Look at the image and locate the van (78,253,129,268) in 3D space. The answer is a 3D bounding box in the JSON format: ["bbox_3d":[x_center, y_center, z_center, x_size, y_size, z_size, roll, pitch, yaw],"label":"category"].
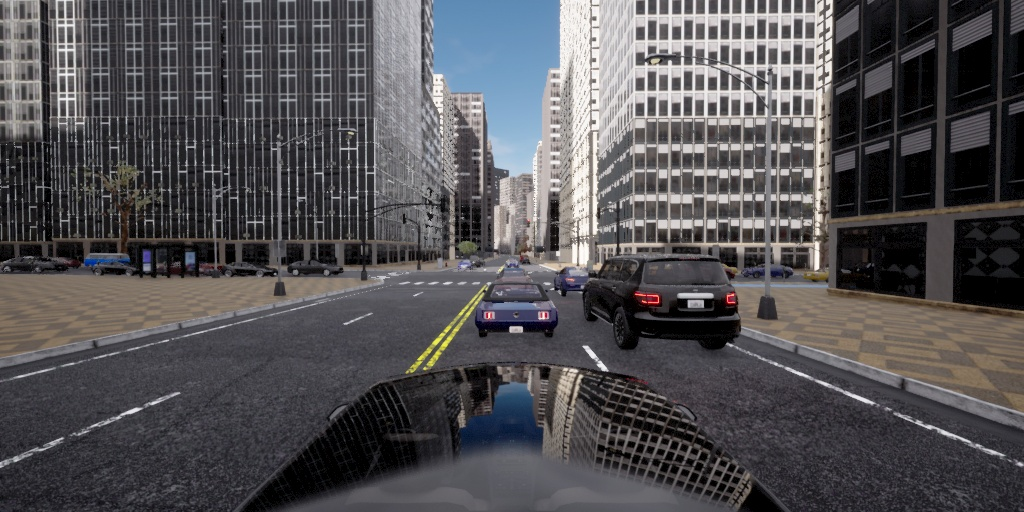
[{"bbox_3d":[-45.319,0.605,40.124,3.998,1.789,1.690,0,0,1],"label":"van"}]

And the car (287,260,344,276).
[{"bbox_3d":[-18.464,1.108,33.798,4.892,1.490,1.837,1,1,1],"label":"car"}]

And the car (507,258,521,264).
[{"bbox_3d":[0.073,1.309,57.383,1.895,1.301,4.718,0,0,0],"label":"car"}]

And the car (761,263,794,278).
[{"bbox_3d":[25.805,1.471,36.305,4.674,1.442,1.812,1,1,1],"label":"car"}]

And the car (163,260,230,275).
[{"bbox_3d":[-29.840,1.100,34.023,4.718,1.301,1.895,1,1,1],"label":"car"}]

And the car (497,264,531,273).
[{"bbox_3d":[0.088,1.305,18.931,1.994,1.385,4.181,0,0,0],"label":"car"}]

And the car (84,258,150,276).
[{"bbox_3d":[-34.121,1.069,31.473,4.313,1.339,1.948,0,0,1],"label":"car"}]

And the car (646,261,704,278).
[{"bbox_3d":[16.492,1.341,36.454,5.008,1.535,1.882,1,1,1],"label":"car"}]

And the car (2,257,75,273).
[{"bbox_3d":[-45.670,0.861,34.359,4.892,1.490,1.837,0,1,1],"label":"car"}]

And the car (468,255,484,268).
[{"bbox_3d":[-6.623,0.925,61.183,2.150,2.045,5.566,0,0,0],"label":"car"}]

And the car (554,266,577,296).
[{"bbox_3d":[3.336,1.267,18.924,1.812,1.442,4.674,0,0,0],"label":"car"}]

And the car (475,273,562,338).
[{"bbox_3d":[0.095,1.347,10.194,1.895,1.301,4.718,0,0,0],"label":"car"}]

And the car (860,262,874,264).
[{"bbox_3d":[35.906,1.385,36.123,4.553,1.767,2.097,0,1,1],"label":"car"}]

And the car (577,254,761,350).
[{"bbox_3d":[3.345,0.968,9.233,2.150,2.045,5.566,0,0,0],"label":"car"}]

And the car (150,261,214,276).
[{"bbox_3d":[-28.440,1.138,31.305,4.207,1.307,1.802,0,0,1],"label":"car"}]

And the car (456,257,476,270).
[{"bbox_3d":[-6.630,1.241,51.221,1.812,1.442,4.674,0,0,-2],"label":"car"}]

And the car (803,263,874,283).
[{"bbox_3d":[27.618,1.579,30.493,4.829,1.417,1.751,0,0,1],"label":"car"}]

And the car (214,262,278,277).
[{"bbox_3d":[-22.756,1.174,31.176,4.313,1.339,1.948,0,0,1],"label":"car"}]
